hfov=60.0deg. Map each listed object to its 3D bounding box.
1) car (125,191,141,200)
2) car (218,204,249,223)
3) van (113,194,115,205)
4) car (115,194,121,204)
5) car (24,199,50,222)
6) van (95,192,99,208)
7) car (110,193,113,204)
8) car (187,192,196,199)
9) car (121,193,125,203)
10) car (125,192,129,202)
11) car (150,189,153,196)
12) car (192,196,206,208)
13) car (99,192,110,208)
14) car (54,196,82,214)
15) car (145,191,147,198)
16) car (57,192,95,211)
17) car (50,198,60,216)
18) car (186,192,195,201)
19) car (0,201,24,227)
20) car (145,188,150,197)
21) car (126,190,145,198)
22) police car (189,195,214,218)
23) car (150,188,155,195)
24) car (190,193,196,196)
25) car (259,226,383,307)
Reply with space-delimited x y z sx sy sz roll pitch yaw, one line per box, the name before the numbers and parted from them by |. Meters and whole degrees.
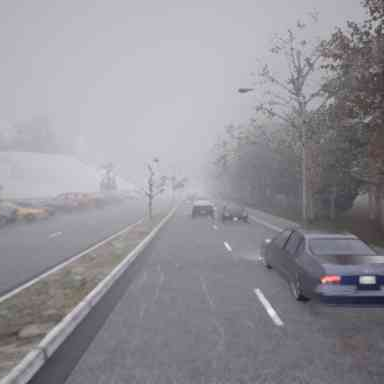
car | -13.831 1.010 69.497 4.792 1.488 2.163 -1 0 -20
car | 3.057 1.590 25.457 1.895 1.301 4.718 0 0 0
van | -13.977 1.016 48.463 4.442 1.987 1.878 -1 1 -20
car | -13.836 1.077 51.500 4.553 1.767 2.185 -1 1 -20
car | -13.703 1.483 24.707 5.366 1.575 1.946 -1 0 -20
van | -13.764 1.122 39.603 4.442 1.987 1.878 -1 0 -20
car | -13.861 1.277 45.527 4.892 1.521 2.231 -1 1 -20
car | -0.016 0.758 81.105 2.128 1.511 4.902 0 1 0
car | -13.858 1.206 54.474 4.674 1.452 2.002 -1 1 -20
car | -13.836 1.158 57.492 4.792 1.488 2.163 -1 0 -20
car | -13.677 0.701 87.565 5.366 1.575 1.946 -1 1 -20
car | 0.891 1.287 45.532 1.837 1.490 4.892 0 1 0
car | -13.846 1.061 42.555 5.566 2.045 2.435 -1 0 -20
car | -13.868 1.456 33.592 4.674 1.452 2.002 -1 1 -20
car | -13.857 0.901 78.493 4.674 1.452 2.002 -1 1 -20
car | -13.900 1.135 36.560 5.566 2.045 2.435 -1 1 -20
car | -13.847 1.499 27.635 4.792 1.488 2.163 -1 0 -20
car | -0.013 1.016 66.106 1.837 1.490 4.892 0 1 0
car | -13.903 1.536 21.638 4.792 1.488 2.163 -1 0 -20
car | -13.829 0.566 81.508 5.566 2.045 2.435 -1 1 -20
car | -14.026 0.904 75.420 5.366 1.575 1.946 -1 1 -20
police car | 0.894 1.384 29.641 1.930 1.638 5.238 0 0 0
car | -13.876 0.395 90.487 5.566 2.045 2.435 -1 1 -20
car | 0.892 1.308 39.720 1.801 1.575 5.366 0 1 0
car | 3.041 1.567 8.240 2.033 1.411 5.357 0 0 0
